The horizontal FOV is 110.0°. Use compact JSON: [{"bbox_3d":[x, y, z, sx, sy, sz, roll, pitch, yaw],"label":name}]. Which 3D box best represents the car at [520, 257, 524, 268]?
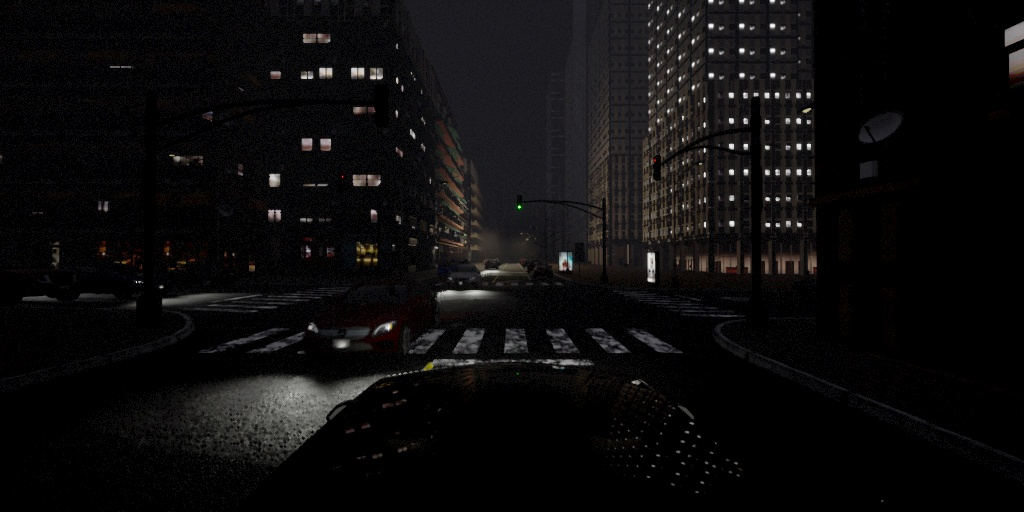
[{"bbox_3d":[2.822,1.221,60.117,1.967,1.591,4.097,0,0,0],"label":"car"}]

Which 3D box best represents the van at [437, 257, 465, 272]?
[{"bbox_3d":[-5.621,1.102,32.499,1.690,1.789,3.998,0,0,0],"label":"van"}]

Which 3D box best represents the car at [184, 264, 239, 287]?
[{"bbox_3d":[-18.750,1.104,21.355,4.313,1.339,1.948,0,0,0],"label":"car"}]

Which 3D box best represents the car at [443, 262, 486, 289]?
[{"bbox_3d":[-2.951,1.288,23.009,1.812,1.442,4.674,0,0,0],"label":"car"}]

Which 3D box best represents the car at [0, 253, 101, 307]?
[{"bbox_3d":[-18.747,0.784,12.974,5.009,1.841,2.192,0,0,0],"label":"car"}]

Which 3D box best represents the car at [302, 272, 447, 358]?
[{"bbox_3d":[-2.985,1.277,8.612,1.812,1.442,4.674,0,0,0],"label":"car"}]

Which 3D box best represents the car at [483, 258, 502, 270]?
[{"bbox_3d":[-2.888,1.262,51.915,2.128,1.511,4.902,0,0,0],"label":"car"}]

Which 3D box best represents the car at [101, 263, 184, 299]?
[{"bbox_3d":[-17.585,1.033,15.595,4.674,1.442,1.812,1,0,0],"label":"car"}]

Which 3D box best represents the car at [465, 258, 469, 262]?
[{"bbox_3d":[-5.608,1.079,38.027,2.192,1.841,5.009,0,0,0],"label":"car"}]

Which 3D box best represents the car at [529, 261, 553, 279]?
[{"bbox_3d":[2.761,1.343,32.479,1.802,1.307,4.207,0,0,0],"label":"car"}]

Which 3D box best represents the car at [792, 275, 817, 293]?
[{"bbox_3d":[19.438,1.644,21.673,4.403,1.370,2.007,0,0,0],"label":"car"}]

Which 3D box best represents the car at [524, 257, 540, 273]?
[{"bbox_3d":[2.785,1.208,43.535,1.967,1.591,4.097,0,0,0],"label":"car"}]
